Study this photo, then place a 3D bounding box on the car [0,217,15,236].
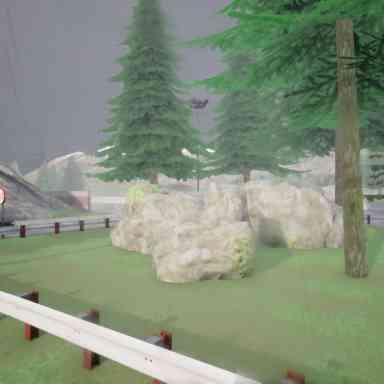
[{"bbox_3d":[-10.864,1.358,15.510,5.357,1.411,2.033,0,0,19],"label":"car"}]
